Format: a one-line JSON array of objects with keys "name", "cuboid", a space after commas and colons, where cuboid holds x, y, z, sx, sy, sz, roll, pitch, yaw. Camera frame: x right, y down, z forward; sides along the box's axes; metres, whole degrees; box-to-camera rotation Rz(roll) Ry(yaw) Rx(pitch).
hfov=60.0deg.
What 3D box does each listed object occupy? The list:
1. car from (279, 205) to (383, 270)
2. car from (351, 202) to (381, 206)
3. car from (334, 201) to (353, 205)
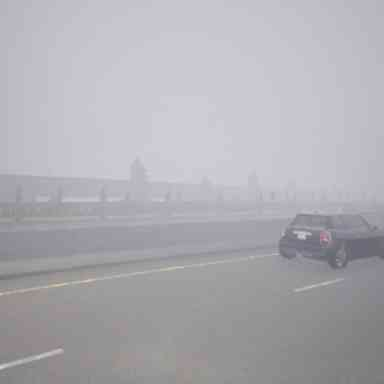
[{"name": "car", "cuboid": [5.200, 1.478, 11.755, 4.553, 1.767, 2.097, 1, -1, -35]}, {"name": "car", "cuboid": [19.331, 2.102, 34.965, 5.357, 1.411, 2.033, 1, -1, -35]}, {"name": "car", "cuboid": [17.029, 1.899, 37.607, 4.553, 1.767, 2.097, 1, -1, -35]}]
